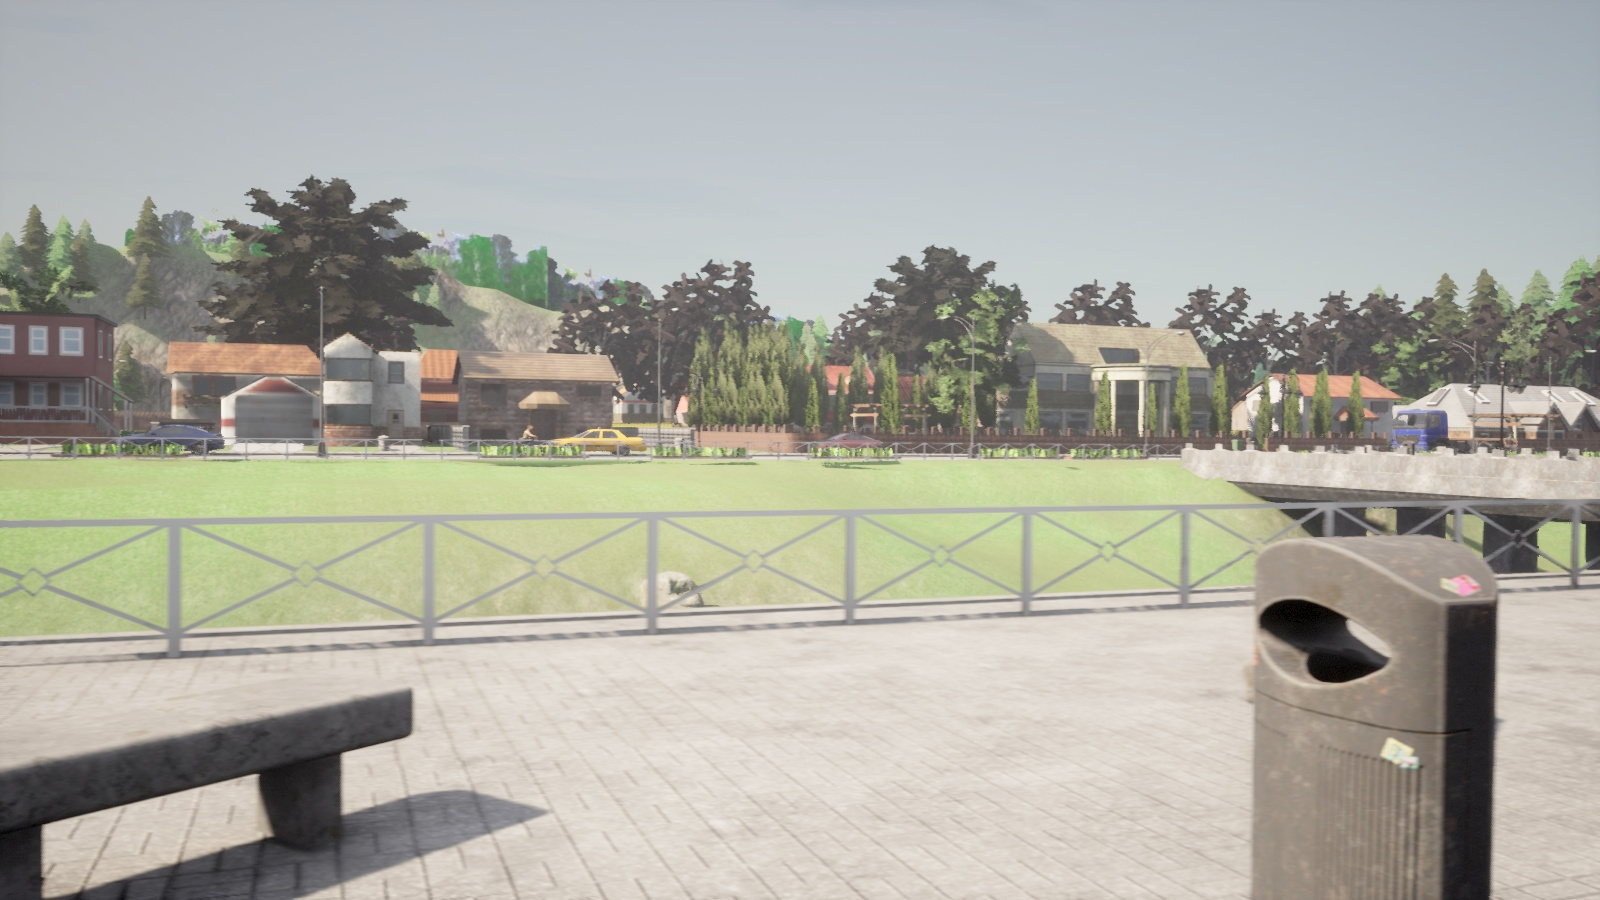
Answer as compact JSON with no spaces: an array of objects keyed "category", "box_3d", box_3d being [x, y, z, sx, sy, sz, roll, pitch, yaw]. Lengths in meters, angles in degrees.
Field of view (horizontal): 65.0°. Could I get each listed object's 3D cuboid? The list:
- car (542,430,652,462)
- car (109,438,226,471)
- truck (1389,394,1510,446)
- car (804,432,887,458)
[{"category":"car","box_3d":[-10.622,-0.218,65.728,5.366,1.575,1.801,-1,1,-21]},{"category":"car","box_3d":[-29.439,0.189,58.590,4.674,1.442,1.812,-1,1,-21]},{"category":"truck","box_3d":[44.909,-2.082,86.787,7.936,3.462,2.891,-1,1,-21]},{"category":"car","box_3d":[2.560,-0.317,70.731,4.181,1.385,1.994,-1,1,-21]}]
